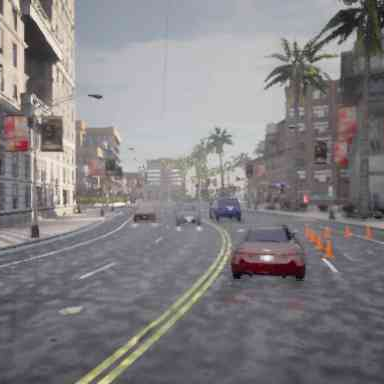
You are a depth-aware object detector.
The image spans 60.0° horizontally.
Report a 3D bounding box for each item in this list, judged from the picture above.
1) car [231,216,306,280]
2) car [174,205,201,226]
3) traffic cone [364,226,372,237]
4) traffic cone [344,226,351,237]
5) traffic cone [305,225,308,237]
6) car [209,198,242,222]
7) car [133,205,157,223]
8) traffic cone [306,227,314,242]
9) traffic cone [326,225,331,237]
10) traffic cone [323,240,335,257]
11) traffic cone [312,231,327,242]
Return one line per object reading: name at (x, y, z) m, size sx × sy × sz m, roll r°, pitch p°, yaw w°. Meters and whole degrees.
car at (2.361, 1.661, 10.368) m, size 1.994 × 1.385 × 4.181 m, roll -1°, pitch -1°, yaw 13°
car at (-0.397, 1.825, 26.537) m, size 2.128 × 1.511 × 4.902 m, roll -1°, pitch -1°, yaw -5°
traffic cone at (9.166, 2.044, 17.285) m, size 0.340 × 0.580 × 0.340 m, roll -1°, pitch -1°, yaw 12°
traffic cone at (8.188, 2.060, 17.497) m, size 0.340 × 0.580 × 0.340 m, roll -1°, pitch -1°, yaw 12°
traffic cone at (6.234, 2.092, 17.921) m, size 0.340 × 0.580 × 0.340 m, roll -1°, pitch -1°, yaw 12°
car at (2.920, 1.555, 30.190) m, size 2.150 × 2.045 × 5.566 m, roll -1°, pitch -1°, yaw -6°
car at (-4.274, 1.915, 30.574) m, size 1.882 × 1.535 × 5.008 m, roll -1°, pitch -1°, yaw -6°
traffic cone at (5.810, 2.074, 15.967) m, size 0.340 × 0.580 × 0.340 m, roll -1°, pitch -1°, yaw 12°
traffic cone at (7.211, 2.076, 17.709) m, size 0.340 × 0.580 × 0.340 m, roll -1°, pitch -1°, yaw 12°
traffic cone at (4.960, 2.038, 12.058) m, size 0.340 × 0.580 × 0.340 m, roll -1°, pitch -1°, yaw 12°
traffic cone at (5.385, 2.056, 14.013) m, size 0.340 × 0.580 × 0.340 m, roll -1°, pitch -1°, yaw 12°
